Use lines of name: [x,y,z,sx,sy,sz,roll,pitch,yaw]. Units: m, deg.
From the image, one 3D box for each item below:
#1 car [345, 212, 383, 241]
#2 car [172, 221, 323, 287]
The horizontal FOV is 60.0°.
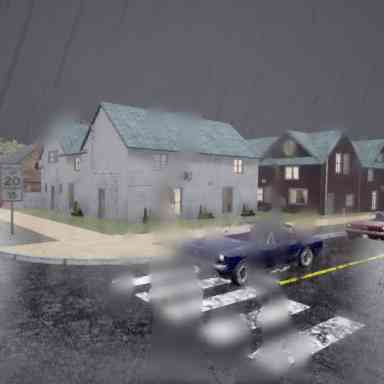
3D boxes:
car: [9.144,1.618,15.695,4.718,1.301,1.895,1,2,-39]
car: [1.753,1.537,9.415,4.718,1.301,1.895,1,2,-42]
